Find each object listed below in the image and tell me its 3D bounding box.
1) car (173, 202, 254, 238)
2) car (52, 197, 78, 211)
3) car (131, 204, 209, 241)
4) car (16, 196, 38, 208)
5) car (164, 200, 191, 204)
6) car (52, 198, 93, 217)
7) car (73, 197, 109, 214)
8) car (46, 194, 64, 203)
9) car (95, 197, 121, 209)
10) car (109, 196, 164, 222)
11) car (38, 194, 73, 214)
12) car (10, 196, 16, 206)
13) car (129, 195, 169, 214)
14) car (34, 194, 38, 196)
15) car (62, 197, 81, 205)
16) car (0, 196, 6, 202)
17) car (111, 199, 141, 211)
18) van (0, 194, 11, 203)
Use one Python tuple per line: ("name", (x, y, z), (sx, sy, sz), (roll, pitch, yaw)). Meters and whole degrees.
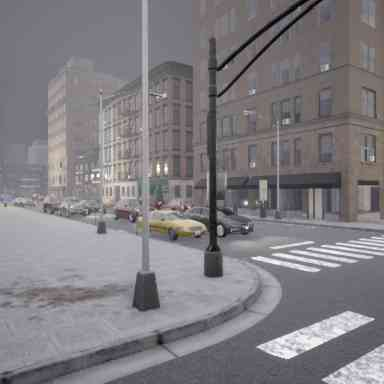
("car", (1.224, 1.510, 18.186), (1.837, 1.490, 4.892), (0, 0, -37))
("car", (-16.378, 1.477, 42.613), (1.882, 1.535, 5.008), (0, 0, -36))
("car", (-1.145, 1.543, 17.148), (1.752, 1.417, 4.829), (0, 0, -36))
("car", (-24.485, 1.592, 49.391), (1.802, 1.307, 4.206), (0, 0, -36))
("car", (-1.384, 1.416, 31.163), (1.967, 1.590, 4.097), (0, 0, -36))
("car", (-11.205, 1.565, 31.045), (2.008, 1.369, 4.403), (0, 0, -36))
("car", (-10.364, 1.506, 34.227), (1.837, 1.490, 4.892), (0, 0, -36))
("car", (-27.944, 1.283, 67.854), (2.192, 1.841, 5.009), (0, 0, -36))
("car", (-11.443, 1.498, 45.061), (1.752, 1.417, 4.829), (0, 0, -36))
("car", (-4.450, 1.355, 26.041), (2.097, 1.767, 4.553), (0, 0, -36))
("car", (-14.526, 1.328, 35.631), (2.192, 1.841, 5.009), (0, 0, -36))
("car", (-27.705, 1.534, 53.839), (1.752, 1.417, 4.829), (0, 0, -36))
("car", (-4.705, 1.289, 35.750), (2.192, 1.841, 5.009), (0, 0, -36))
("car", (-34.584, 1.533, 77.028), (1.947, 1.339, 4.313), (0, 0, -36))
("car", (-21.304, 1.520, 58.682), (2.008, 1.369, 4.403), (0, 0, -36))
("car", (-44.404, 1.557, 76.909), (2.008, 1.369, 4.403), (0, 0, -36))
("car", (-8.024, 1.539, 40.337), (1.947, 1.339, 4.313), (0, 0, -36))
("van", (-37.765, 1.348, 67.735), (1.690, 1.788, 3.998), (0, 0, -36))
